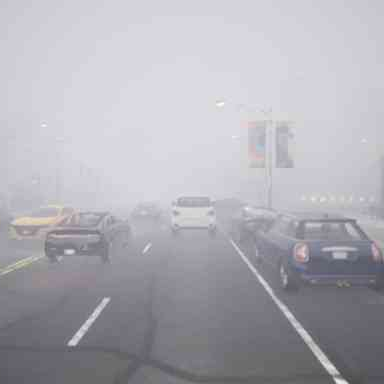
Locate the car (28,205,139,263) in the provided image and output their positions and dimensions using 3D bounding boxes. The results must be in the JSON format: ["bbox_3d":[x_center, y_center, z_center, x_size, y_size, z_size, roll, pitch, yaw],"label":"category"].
[{"bbox_3d":[-3.406,1.438,11.674,2.128,1.511,4.902,0,0,0],"label":"car"}]

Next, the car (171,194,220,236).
[{"bbox_3d":[0.089,1.137,17.975,2.150,2.045,5.566,0,0,0],"label":"car"}]

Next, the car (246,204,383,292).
[{"bbox_3d":[3.035,1.312,8.976,2.185,1.767,4.553,0,0,0],"label":"car"}]

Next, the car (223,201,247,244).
[{"bbox_3d":[2.892,1.408,15.401,2.097,1.535,5.008,0,0,0],"label":"car"}]

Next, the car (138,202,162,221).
[{"bbox_3d":[-3.414,1.446,25.505,1.994,1.385,4.181,0,0,0],"label":"car"}]

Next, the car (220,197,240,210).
[{"bbox_3d":[4.105,1.341,35.384,1.837,1.490,4.892,-2,-2,42],"label":"car"}]

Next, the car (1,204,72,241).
[{"bbox_3d":[-7.009,1.406,16.527,1.882,1.535,5.008,0,0,0],"label":"car"}]

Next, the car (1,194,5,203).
[{"bbox_3d":[-29.030,1.034,48.222,2.185,1.767,4.553,0,0,0],"label":"car"}]
